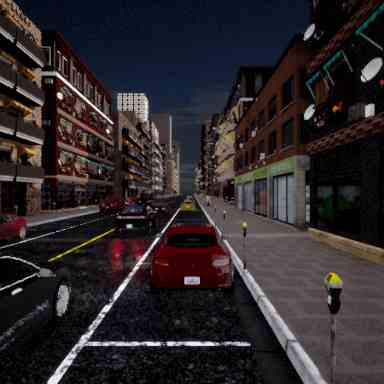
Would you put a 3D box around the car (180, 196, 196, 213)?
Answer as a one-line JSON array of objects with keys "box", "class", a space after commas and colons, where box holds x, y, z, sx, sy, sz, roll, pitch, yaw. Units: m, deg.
[{"box": [-0.454, 1.525, 37.323, 1.752, 1.417, 4.829, 0, 0, 0], "class": "car"}]

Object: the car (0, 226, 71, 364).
[{"box": [-3.144, 1.506, 4.275, 1.837, 1.490, 4.892, 0, 0, 0], "class": "car"}]

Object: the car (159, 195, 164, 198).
[{"box": [-8.834, 1.541, 87.882, 2.008, 1.369, 4.403, 0, 0, 0], "class": "car"}]

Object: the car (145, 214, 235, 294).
[{"box": [0.004, 1.526, 8.649, 1.812, 1.442, 4.674, 0, 0, 0], "class": "car"}]

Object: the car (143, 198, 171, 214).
[{"box": [-3.125, 1.548, 32.029, 2.033, 1.411, 5.357, 0, 0, 0], "class": "car"}]

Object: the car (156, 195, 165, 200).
[{"box": [-8.834, 1.539, 93.519, 2.008, 1.369, 4.403, 0, 0, 0], "class": "car"}]

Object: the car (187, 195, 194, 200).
[{"box": [-0.452, 1.513, 93.685, 1.752, 1.417, 4.829, 0, 0, 0], "class": "car"}]

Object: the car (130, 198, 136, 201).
[{"box": [-8.834, 1.439, 42.793, 1.967, 1.590, 4.097, 0, 0, 0], "class": "car"}]

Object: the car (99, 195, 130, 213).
[{"box": [-8.833, 1.314, 37.157, 2.192, 1.841, 5.009, 0, 0, 0], "class": "car"}]

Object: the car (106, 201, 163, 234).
[{"box": [-3.105, 1.492, 19.089, 2.128, 1.511, 4.902, 0, 0, 1], "class": "car"}]

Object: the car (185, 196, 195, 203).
[{"box": [-0.453, 1.545, 70.970, 2.008, 1.369, 4.403, 0, 0, 0], "class": "car"}]

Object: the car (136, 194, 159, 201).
[{"box": [-6.177, 1.221, 45.223, 2.150, 2.045, 5.566, 0, 0, 1], "class": "car"}]

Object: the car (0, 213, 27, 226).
[{"box": [-8.835, 1.583, 14.612, 1.802, 1.307, 4.206, 0, 0, 0], "class": "car"}]

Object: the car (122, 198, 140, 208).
[{"box": [-8.834, 1.543, 48.430, 1.887, 1.381, 4.507, 0, 0, 0], "class": "car"}]
